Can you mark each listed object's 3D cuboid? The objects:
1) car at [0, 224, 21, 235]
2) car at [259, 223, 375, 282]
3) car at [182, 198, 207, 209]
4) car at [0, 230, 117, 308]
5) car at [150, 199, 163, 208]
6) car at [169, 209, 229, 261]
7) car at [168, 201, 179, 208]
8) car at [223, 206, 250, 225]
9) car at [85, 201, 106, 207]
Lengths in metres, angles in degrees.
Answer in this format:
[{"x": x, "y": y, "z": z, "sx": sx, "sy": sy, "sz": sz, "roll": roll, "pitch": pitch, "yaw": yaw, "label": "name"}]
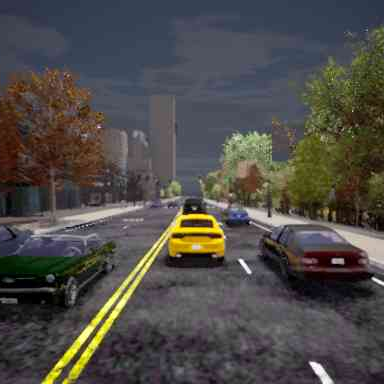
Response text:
[{"x": -6.531, "y": 1.645, "z": 9.740, "sx": 2.033, "sy": 1.411, "sz": 5.357, "roll": 0, "pitch": -1, "yaw": 1, "label": "car"}, {"x": 3.393, "y": 1.675, "z": 10.175, "sx": 2.033, "sy": 1.411, "sz": 5.357, "roll": 0, "pitch": -1, "yaw": 1, "label": "car"}, {"x": 0.217, "y": 1.583, "z": 31.154, "sx": 2.150, "sy": 2.045, "sz": 5.566, "roll": 0, "pitch": -1, "yaw": 0, "label": "car"}, {"x": -3.297, "y": 1.689, "z": 8.234, "sx": 1.895, "sy": 1.301, "sz": 4.718, "roll": 0, "pitch": -1, "yaw": 1, "label": "car"}, {"x": -6.620, "y": 2.058, "z": 61.647, "sx": 2.097, "sy": 1.767, "sz": 4.553, "roll": 0, "pitch": -1, "yaw": 0, "label": "car"}, {"x": 0.179, "y": 1.630, "z": 13.035, "sx": 1.882, "sy": 1.535, "sz": 5.008, "roll": 0, "pitch": -1, "yaw": 1, "label": "car"}, {"x": -3.370, "y": 2.275, "z": 61.483, "sx": 1.994, "sy": 1.385, "sz": 4.181, "roll": 0, "pitch": -1, "yaw": 0, "label": "car"}, {"x": 3.478, "y": 1.871, "z": 27.198, "sx": 2.033, "sy": 1.411, "sz": 5.357, "roll": 0, "pitch": -1, "yaw": 0, "label": "car"}, {"x": -20.142, "y": 2.577, "z": 69.568, "sx": 4.313, "sy": 1.339, "sz": 1.947, "roll": -1, "pitch": 1, "yaw": 0, "label": "car"}]
